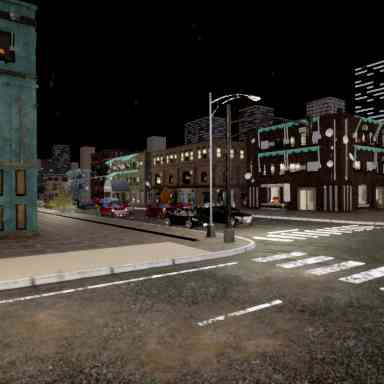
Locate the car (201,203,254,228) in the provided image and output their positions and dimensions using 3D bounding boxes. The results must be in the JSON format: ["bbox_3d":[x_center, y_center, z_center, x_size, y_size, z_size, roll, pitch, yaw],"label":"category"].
[{"bbox_3d":[2.451,1.735,24.506,1.812,1.442,4.674,-1,0,-37],"label":"car"}]

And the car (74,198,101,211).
[{"bbox_3d":[-15.897,2.114,50.515,2.033,1.411,5.357,-1,0,-35],"label":"car"}]

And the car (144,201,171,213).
[{"bbox_3d":[-4.663,1.966,44.539,1.802,1.307,4.206,-1,0,-35],"label":"car"}]

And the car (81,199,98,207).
[{"bbox_3d":[-20.666,2.228,67.120,1.887,1.381,4.507,-1,0,-35],"label":"car"}]

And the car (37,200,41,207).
[{"bbox_3d":[-30.703,2.376,66.790,2.008,1.369,4.403,-1,0,-35],"label":"car"}]

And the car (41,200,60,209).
[{"bbox_3d":[-24.204,2.233,57.618,1.752,1.417,4.829,-1,0,-35],"label":"car"}]

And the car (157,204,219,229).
[{"bbox_3d":[-0.377,1.815,23.783,1.947,1.339,4.313,-1,0,-35],"label":"car"}]

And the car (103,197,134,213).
[{"bbox_3d":[-8.749,1.782,40.310,2.097,1.767,4.553,-1,0,-35],"label":"car"}]

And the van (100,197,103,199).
[{"bbox_3d":[-14.270,1.907,58.087,1.690,1.788,3.998,-1,0,-35],"label":"van"}]

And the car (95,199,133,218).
[{"bbox_3d":[-8.304,1.846,35.175,1.967,1.590,4.097,-1,0,-35],"label":"car"}]

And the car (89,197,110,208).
[{"bbox_3d":[-17.471,1.940,62.603,2.192,1.841,5.009,-1,0,-35],"label":"car"}]

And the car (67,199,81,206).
[{"bbox_3d":[-27.066,2.364,76.152,1.947,1.339,4.313,-1,0,-35],"label":"car"}]

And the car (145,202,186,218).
[{"bbox_3d":[-2.836,1.878,31.966,1.994,1.385,4.181,-1,0,-35],"label":"car"}]

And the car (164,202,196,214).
[{"bbox_3d":[-1.464,1.904,40.023,1.802,1.307,4.206,-2,0,-35],"label":"car"}]
